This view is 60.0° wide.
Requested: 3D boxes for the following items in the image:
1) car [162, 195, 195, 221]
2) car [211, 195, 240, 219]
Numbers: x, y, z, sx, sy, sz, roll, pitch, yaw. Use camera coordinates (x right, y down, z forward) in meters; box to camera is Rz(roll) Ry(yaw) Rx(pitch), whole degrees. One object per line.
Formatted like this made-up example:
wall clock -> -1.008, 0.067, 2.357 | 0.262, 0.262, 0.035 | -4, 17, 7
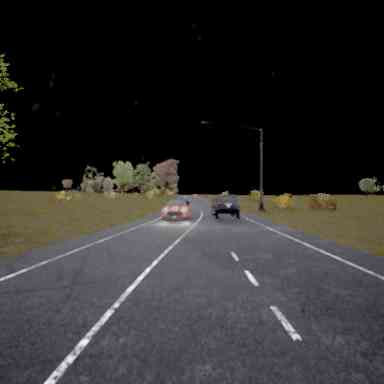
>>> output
car -> -1.189, 1.366, 27.685 | 2.097, 1.767, 4.553 | 0, 0, 4
car -> 2.953, 1.256, 29.997 | 2.150, 2.045, 5.566 | 0, 0, -1
